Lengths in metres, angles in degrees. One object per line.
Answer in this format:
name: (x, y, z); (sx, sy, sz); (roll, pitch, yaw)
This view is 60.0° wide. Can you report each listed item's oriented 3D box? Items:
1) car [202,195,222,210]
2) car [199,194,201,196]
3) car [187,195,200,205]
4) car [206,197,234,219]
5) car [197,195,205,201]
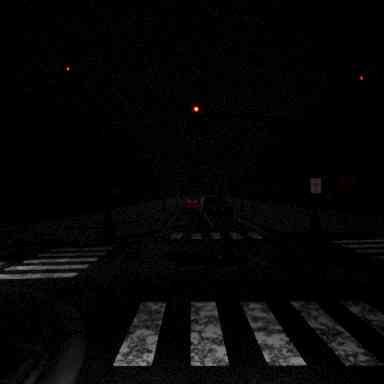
car: (2.577, 1.356, 35.097); (2.192, 1.841, 5.009); (-1, 0, 0)
car: (2.889, 1.498, 67.866); (2.097, 1.767, 4.553); (0, 0, 0)
car: (0.020, 1.715, 60.149); (1.895, 1.301, 4.718); (0, 0, 0)
car: (2.586, 1.470, 29.695); (1.967, 1.590, 4.097); (-1, 0, 0)
car: (2.491, 1.702, 94.523); (1.967, 1.590, 4.097); (-1, 0, 0)
